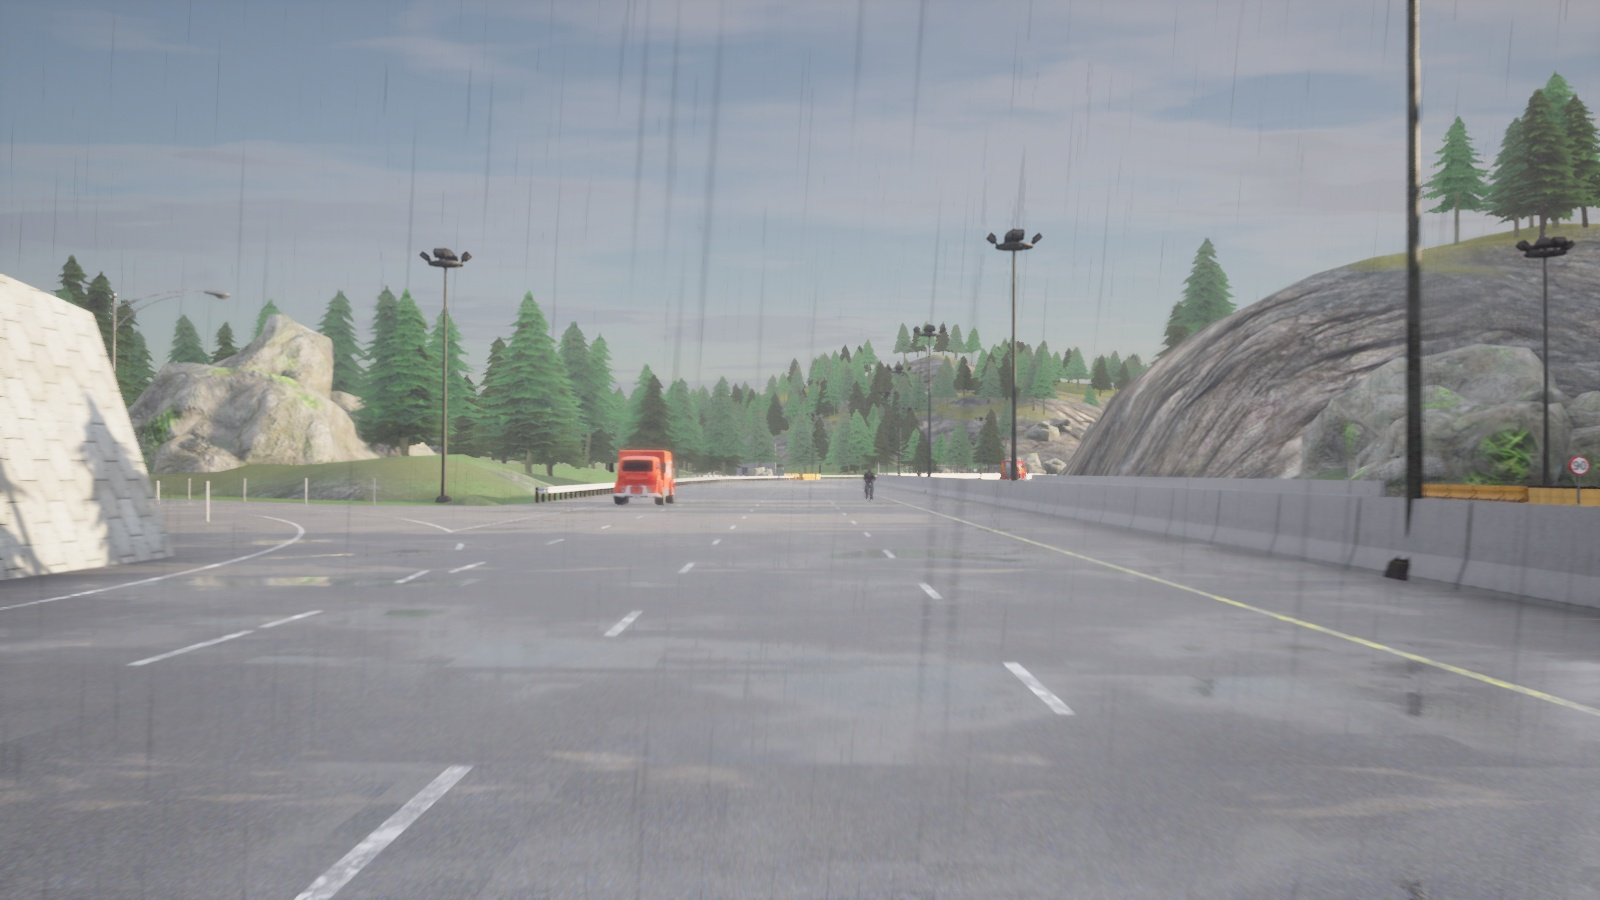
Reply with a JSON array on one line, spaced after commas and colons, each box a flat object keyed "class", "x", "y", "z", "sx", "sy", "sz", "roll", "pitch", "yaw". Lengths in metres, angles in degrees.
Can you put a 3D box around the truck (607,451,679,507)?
[{"class": "truck", "x": -7.142, "y": 1.315, "z": 57.681, "sx": 2.627, "sy": 2.467, "sz": 5.204, "roll": 0, "pitch": -1, "yaw": 0}]
